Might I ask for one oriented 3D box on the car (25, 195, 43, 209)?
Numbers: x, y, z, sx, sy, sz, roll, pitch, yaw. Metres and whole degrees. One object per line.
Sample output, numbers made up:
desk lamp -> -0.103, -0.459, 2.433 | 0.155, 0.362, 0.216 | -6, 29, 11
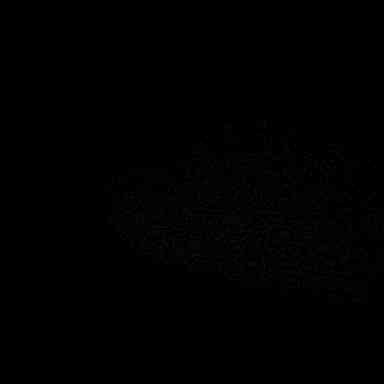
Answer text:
car -> -23.489, 1.502, 51.017 | 2.150, 2.045, 5.566 | 0, -1, 8

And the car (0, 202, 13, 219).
car -> -16.643, 1.483, 27.491 | 2.097, 1.767, 4.553 | 0, 0, -8

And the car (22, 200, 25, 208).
car -> -27.294, 1.718, 48.646 | 1.882, 1.535, 5.008 | 0, 0, 7
